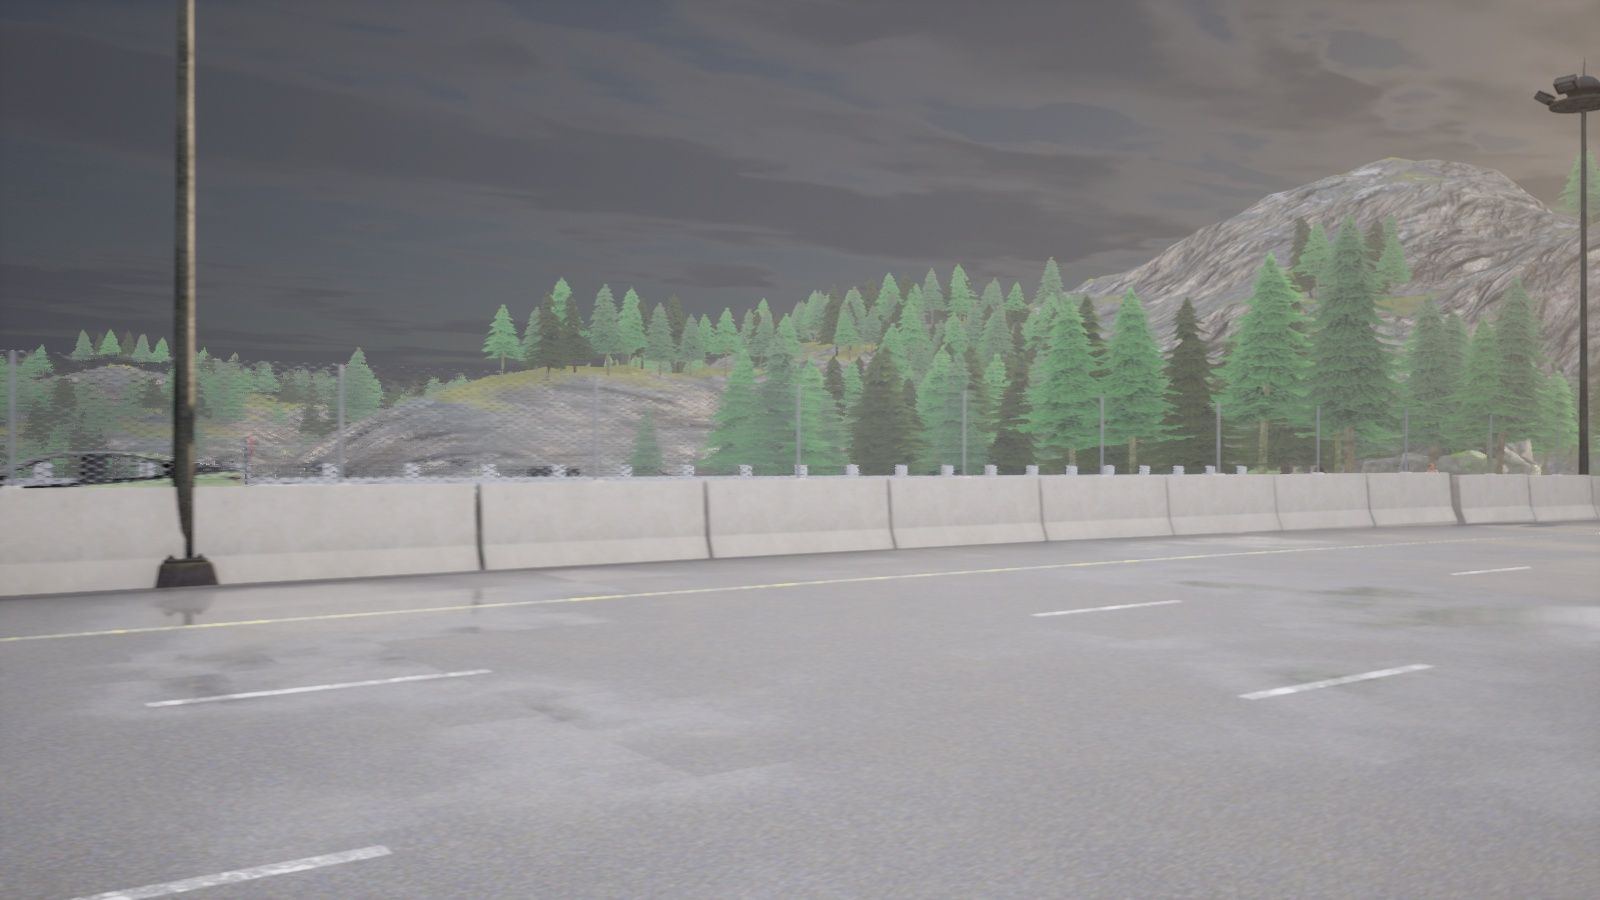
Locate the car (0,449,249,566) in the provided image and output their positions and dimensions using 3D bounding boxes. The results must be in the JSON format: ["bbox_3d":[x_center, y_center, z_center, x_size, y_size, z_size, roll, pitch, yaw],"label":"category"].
[{"bbox_3d":[-10.414,0.757,17.732,4.514,1.525,2.007,0,0,-35],"label":"car"}]
